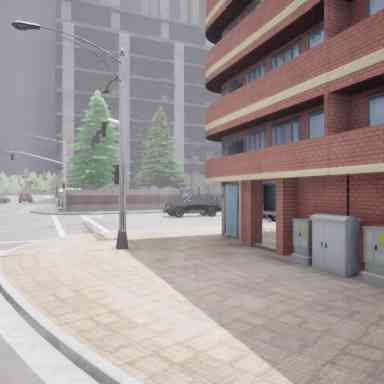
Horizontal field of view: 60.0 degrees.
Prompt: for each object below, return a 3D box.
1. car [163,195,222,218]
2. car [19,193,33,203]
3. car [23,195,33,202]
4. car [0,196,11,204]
[{"bbox_3d":[0.092,1.277,31.261,5.566,2.045,2.150,0,0,-23],"label":"car"},{"bbox_3d":[-34.775,1.225,69.302,2.150,2.045,5.566,0,0,-23],"label":"car"},{"bbox_3d":[-38.935,1.524,79.037,1.812,1.442,4.674,0,0,-23],"label":"car"},{"bbox_3d":[-36.739,1.524,65.012,1.812,1.442,4.674,0,0,-23],"label":"car"}]
